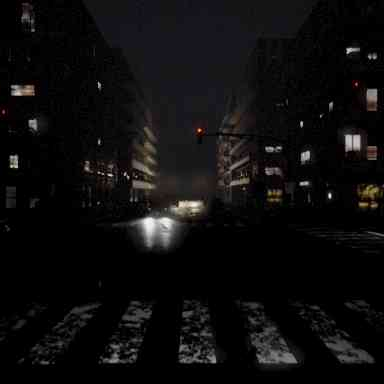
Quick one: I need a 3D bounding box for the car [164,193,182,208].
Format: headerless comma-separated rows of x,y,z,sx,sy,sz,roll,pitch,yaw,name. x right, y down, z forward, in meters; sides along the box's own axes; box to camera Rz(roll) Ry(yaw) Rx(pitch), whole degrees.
-3.046,1.233,49.564,2.150,2.045,5.566,0,0,0,car

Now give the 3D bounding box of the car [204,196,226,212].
2.726,1.446,37.916,1.967,1.590,4.097,0,0,0,car

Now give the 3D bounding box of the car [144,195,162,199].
-5.649,1.324,43.604,2.192,1.841,5.009,0,0,0,car

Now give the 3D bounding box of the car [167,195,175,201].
-5.607,1.590,89.063,2.008,1.369,4.403,0,0,0,car

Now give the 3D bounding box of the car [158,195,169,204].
-5.628,1.461,66.335,1.967,1.590,4.097,0,0,0,car

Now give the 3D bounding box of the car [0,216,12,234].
-11.417,1.671,15.975,4.902,1.511,2.128,-1,1,-10,car

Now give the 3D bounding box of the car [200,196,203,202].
2.742,1.596,54.963,1.802,1.307,4.206,0,0,0,car

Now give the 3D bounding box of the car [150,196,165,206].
-5.638,1.454,54.969,1.967,1.590,4.097,0,0,0,car

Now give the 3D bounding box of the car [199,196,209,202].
2.763,1.580,77.693,2.008,1.369,4.403,0,0,0,car

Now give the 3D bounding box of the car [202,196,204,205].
2.731,1.449,43.598,1.967,1.590,4.097,0,0,0,car

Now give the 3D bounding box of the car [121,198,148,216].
-5.660,1.571,32.239,1.947,1.339,4.313,0,0,0,car

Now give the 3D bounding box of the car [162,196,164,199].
-5.644,1.536,49.116,1.752,1.417,4.829,0,0,0,car

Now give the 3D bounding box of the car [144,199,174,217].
-3.068,1.605,31.742,1.895,1.301,4.718,0,0,0,car

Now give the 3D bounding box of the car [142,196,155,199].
-5.655,1.532,37.752,1.752,1.417,4.829,0,0,0,car
